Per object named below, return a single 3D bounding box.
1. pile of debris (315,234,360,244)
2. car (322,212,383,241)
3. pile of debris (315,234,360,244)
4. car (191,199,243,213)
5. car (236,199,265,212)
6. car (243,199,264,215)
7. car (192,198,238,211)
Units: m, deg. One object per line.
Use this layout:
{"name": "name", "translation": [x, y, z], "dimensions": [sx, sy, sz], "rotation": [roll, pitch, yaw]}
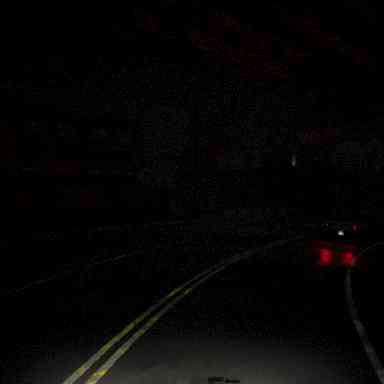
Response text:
{"name": "pile of debris", "translation": [7.157, 2.278, 16.331], "dimensions": [1.500, 0.140, 1.860], "rotation": [1, 0, 43]}
{"name": "car", "translation": [8.747, 1.720, 17.493], "dimensions": [4.718, 1.301, 1.895], "rotation": [1, 0, -44]}
{"name": "pile of debris", "translation": [7.157, 2.278, 16.331], "dimensions": [1.500, 0.140, 1.860], "rotation": [1, 0, 43]}
{"name": "car", "translation": [2.519, 1.504, 35.692], "dimensions": [4.974, 1.542, 2.038], "rotation": [1, 0, 23]}
{"name": "car", "translation": [6.243, 1.396, 35.905], "dimensions": [1.853, 1.218, 4.536], "rotation": [1, 0, -7]}
{"name": "car", "translation": [6.247, 1.553, 35.853], "dimensions": [2.038, 1.542, 4.974], "rotation": [1, 0, -7]}
{"name": "car", "translation": [2.474, 1.346, 35.712], "dimensions": [4.536, 1.218, 1.853], "rotation": [1, 0, 23]}
